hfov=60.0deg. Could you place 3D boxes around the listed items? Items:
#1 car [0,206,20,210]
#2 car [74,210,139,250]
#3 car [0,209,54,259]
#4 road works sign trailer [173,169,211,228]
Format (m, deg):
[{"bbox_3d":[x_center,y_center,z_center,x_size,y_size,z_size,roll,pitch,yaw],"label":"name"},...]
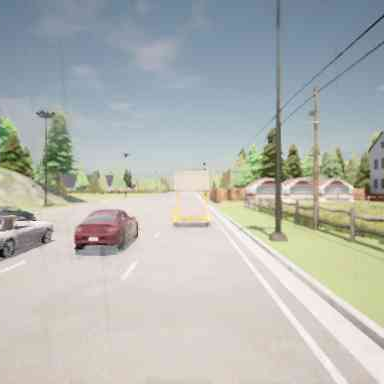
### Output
[{"bbox_3d":[-10.401,1.458,18.463,1.994,1.385,4.181,0,0,0],"label":"car"},{"bbox_3d":[-3.398,1.446,13.759,1.812,1.442,4.674,0,0,0],"label":"car"},{"bbox_3d":[-6.896,1.530,12.292,1.895,1.301,4.718,0,0,0],"label":"car"},{"bbox_3d":[-0.003,0.344,20.993,2.380,3.560,2.880,0,0,0],"label":"road works sign trailer"}]
